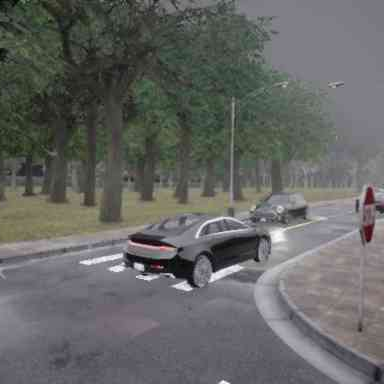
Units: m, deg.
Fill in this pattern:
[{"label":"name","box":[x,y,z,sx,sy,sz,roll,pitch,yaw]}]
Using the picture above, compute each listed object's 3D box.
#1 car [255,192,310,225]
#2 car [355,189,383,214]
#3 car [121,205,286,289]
[{"label":"car","box":[5.219,0.858,19.529,2.097,1.767,4.553,2,2,39]},{"label":"car","box":[14.308,0.822,26.110,1.882,1.535,5.008,2,2,39]},{"label":"car","box":[0.408,1.300,8.865,2.128,1.511,4.902,2,2,39]}]
